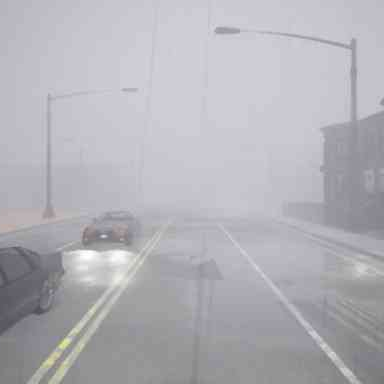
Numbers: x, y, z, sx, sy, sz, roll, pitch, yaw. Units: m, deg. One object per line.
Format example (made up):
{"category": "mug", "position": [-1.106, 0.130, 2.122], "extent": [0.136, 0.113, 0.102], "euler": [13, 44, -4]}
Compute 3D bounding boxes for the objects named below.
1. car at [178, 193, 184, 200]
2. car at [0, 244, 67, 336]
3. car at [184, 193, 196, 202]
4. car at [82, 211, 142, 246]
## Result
{"category": "car", "position": [-2.021, 1.056, 81.517], "extent": [2.128, 1.511, 4.902], "euler": [0, 1, -17]}
{"category": "car", "position": [-3.596, 1.553, 4.891], "extent": [2.033, 1.411, 5.357], "euler": [0, 0, 0]}
{"category": "car", "position": [-0.165, 1.375, 71.623], "extent": [1.895, 1.301, 4.718], "euler": [0, 1, -4]}
{"category": "car", "position": [-3.502, 1.581, 15.221], "extent": [1.994, 1.385, 4.181], "euler": [0, 0, 0]}
